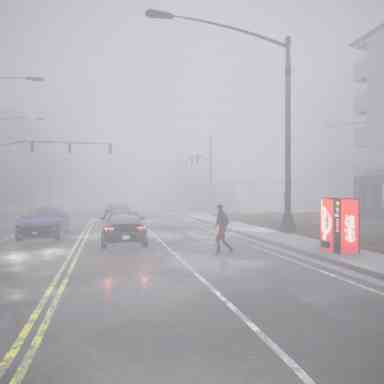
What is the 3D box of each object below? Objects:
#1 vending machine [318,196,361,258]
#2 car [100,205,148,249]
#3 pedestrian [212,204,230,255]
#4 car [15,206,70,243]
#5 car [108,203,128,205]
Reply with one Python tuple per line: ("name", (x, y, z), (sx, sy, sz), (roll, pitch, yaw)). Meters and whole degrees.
("vending machine", (5.230, 1.195, 11.823), (1.100, 2.100, 0.880), (0, 0, -14))
("car", (-3.027, 1.525, 14.638), (1.812, 1.442, 4.674), (0, 0, -14))
("pedestrian", (1.027, 1.293, 11.826), (0.375, 1.860, 0.375), (0, 0, -14))
("car", (-7.287, 1.477, 16.568), (1.882, 1.535, 5.008), (0, 0, -14))
("car", (-5.250, 1.477, 23.414), (1.882, 1.535, 5.008), (0, 0, -14))
